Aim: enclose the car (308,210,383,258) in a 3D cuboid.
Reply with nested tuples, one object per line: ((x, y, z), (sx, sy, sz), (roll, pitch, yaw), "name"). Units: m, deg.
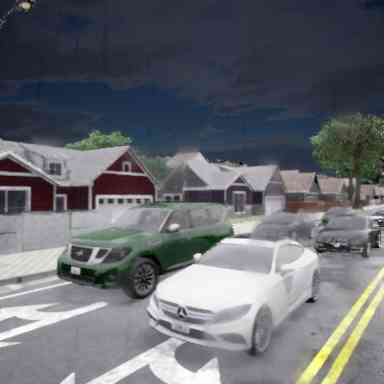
((6.644, 1.712, 13.944), (1.837, 1.490, 4.892), (0, -1, 36), "car")

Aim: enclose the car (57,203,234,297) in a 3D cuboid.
((-0.825, 1.342, 9.266), (2.150, 2.045, 5.566), (0, -1, 36), "car")

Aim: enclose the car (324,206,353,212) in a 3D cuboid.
((11.701, 1.890, 26.300), (1.837, 1.490, 4.892), (0, 0, 36), "car")

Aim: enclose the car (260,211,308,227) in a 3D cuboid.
((4.833, 1.746, 16.964), (1.837, 1.490, 4.892), (0, -1, 36), "car")

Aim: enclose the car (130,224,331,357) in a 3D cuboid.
((1.165, 1.617, 6.484), (1.812, 1.442, 4.674), (0, -1, 35), "car")
